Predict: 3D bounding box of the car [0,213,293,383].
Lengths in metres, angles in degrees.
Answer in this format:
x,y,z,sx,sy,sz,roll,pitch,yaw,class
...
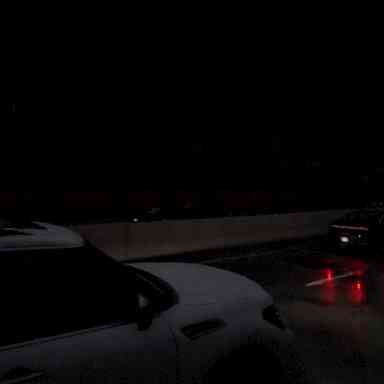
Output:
x,y,z,sx,sy,sz,roll,pitch,yaw,class
-1.635,1.221,2.579,5.566,2.045,2.150,0,0,-35,car

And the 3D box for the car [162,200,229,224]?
x,y,z,sx,sy,sz,roll,pitch,yaw,class
0.318,1.469,25.710,5.008,1.535,1.882,0,0,-35,car

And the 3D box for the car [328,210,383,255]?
x,y,z,sx,sy,sz,roll,pitch,yaw,class
7.465,1.483,13.365,4.902,1.511,2.128,0,0,-35,car

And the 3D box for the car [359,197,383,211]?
x,y,z,sx,sy,sz,roll,pitch,yaw,class
23.357,1.475,42.100,4.892,1.490,1.837,-1,1,-35,car

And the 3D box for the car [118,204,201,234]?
x,y,z,sx,sy,sz,roll,pitch,yaw,class
-1.852,1.520,19.849,4.674,1.442,1.812,0,0,-36,car

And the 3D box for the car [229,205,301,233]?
x,y,z,sx,sy,sz,roll,pitch,yaw,class
4.447,1.555,20.056,4.181,1.385,1.994,0,0,-35,car
